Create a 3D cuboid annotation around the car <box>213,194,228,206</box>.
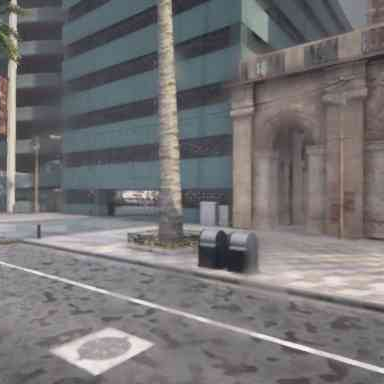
[{"bbox_3d":[3.497,1.174,27.904,5.566,2.045,2.435,0,0,37],"label":"car"}]
